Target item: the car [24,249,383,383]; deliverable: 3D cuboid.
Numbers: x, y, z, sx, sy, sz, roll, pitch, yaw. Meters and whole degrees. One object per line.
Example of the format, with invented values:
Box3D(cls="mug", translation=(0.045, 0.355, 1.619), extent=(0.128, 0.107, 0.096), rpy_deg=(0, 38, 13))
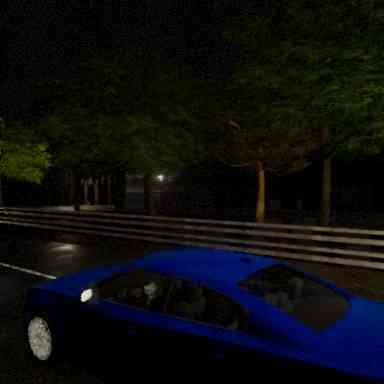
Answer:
Box3D(cls="car", translation=(-0.095, 1.467, 4.062), extent=(5.008, 1.535, 1.882), rpy_deg=(0, 0, 36))
